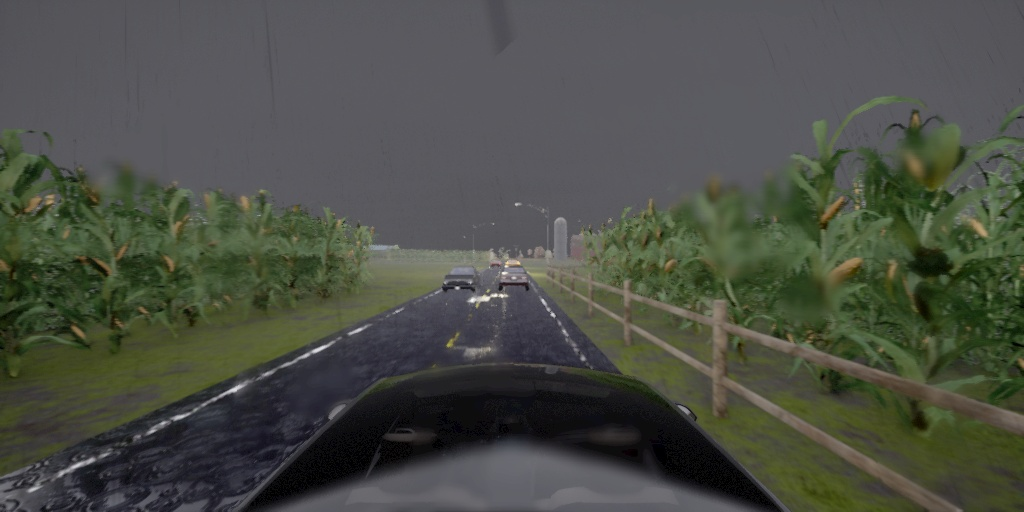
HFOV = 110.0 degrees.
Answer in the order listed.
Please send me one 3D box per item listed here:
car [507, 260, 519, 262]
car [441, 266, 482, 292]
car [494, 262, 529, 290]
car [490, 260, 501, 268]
[{"bbox_3d":[0.110,1.253,44.890,1.882,1.535,5.008,0,0,0],"label":"car"},{"bbox_3d":[-2.846,1.301,21.368,2.033,1.411,5.357,0,0,0],"label":"car"},{"bbox_3d":[0.106,1.302,22.742,2.033,1.411,5.357,0,0,0],"label":"car"},{"bbox_3d":[-2.757,1.407,62.876,1.895,1.301,4.718,0,0,1],"label":"car"}]
